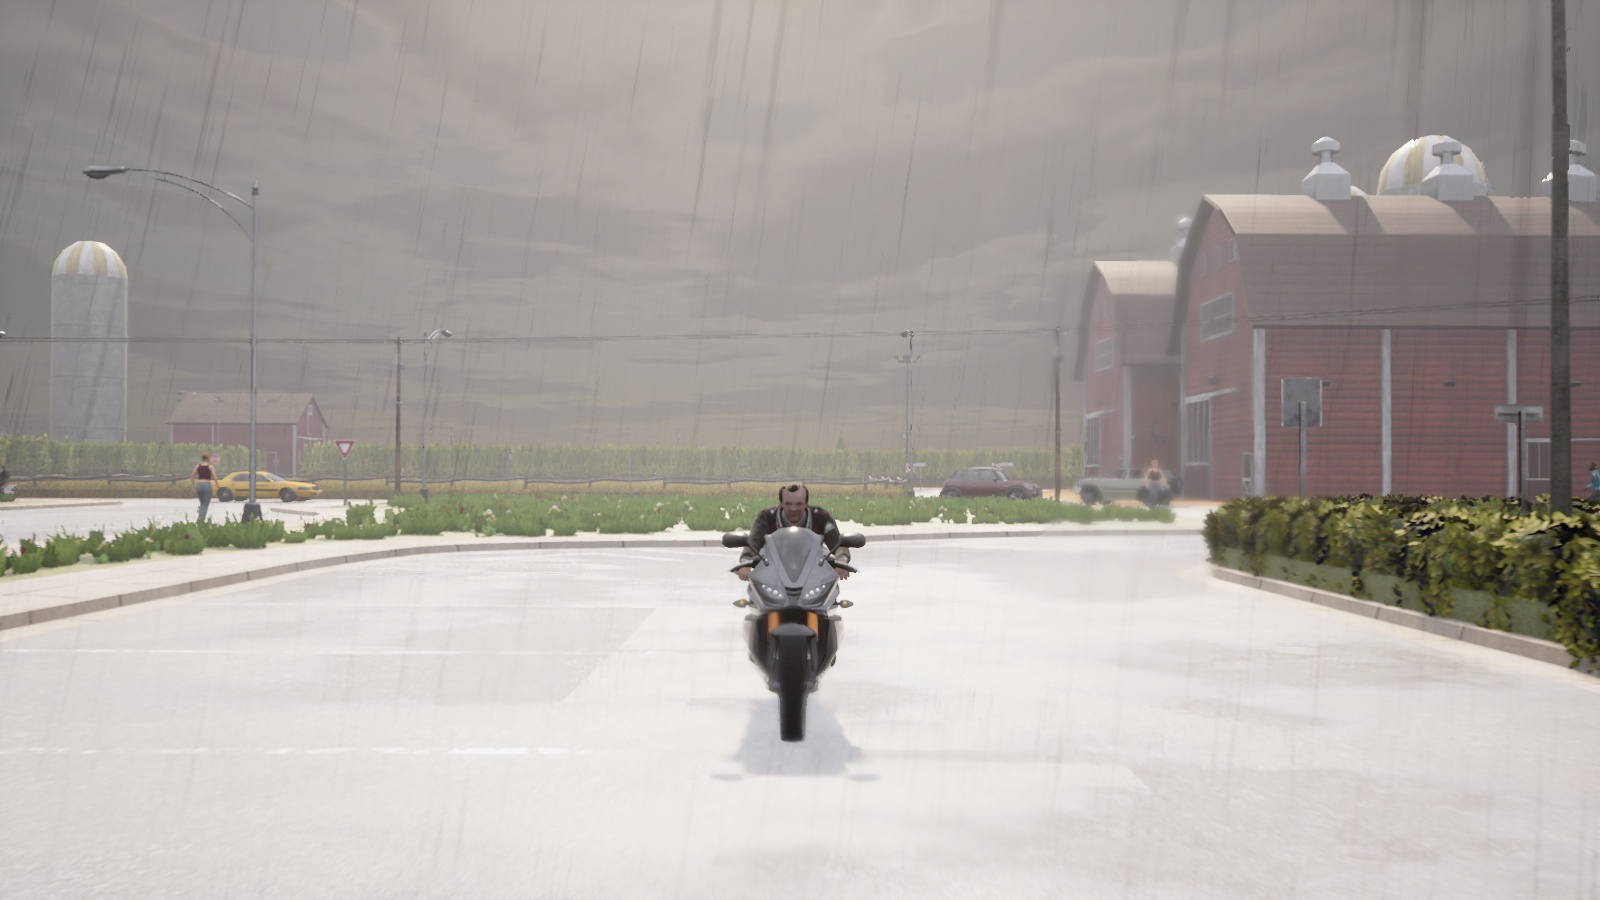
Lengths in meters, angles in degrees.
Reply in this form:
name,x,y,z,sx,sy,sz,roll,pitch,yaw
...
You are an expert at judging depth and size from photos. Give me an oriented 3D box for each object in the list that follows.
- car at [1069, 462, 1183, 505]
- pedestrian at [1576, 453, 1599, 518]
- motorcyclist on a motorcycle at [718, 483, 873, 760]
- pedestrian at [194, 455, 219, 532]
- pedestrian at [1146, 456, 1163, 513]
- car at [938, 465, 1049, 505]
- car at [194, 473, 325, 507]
name,x,y,z,sx,sy,sz,roll,pitch,yaw
car,14.827,1.518,57.256,4.605,1.855,1.932,-1,-1,37
pedestrian,23.614,1.056,37.470,0.692,1.930,0.396,-1,-1,39
motorcyclist on a motorcycle,-0.033,0.991,8.164,0.866,1.530,2.191,0,-1,0
pedestrian,-14.390,1.053,30.449,0.345,1.836,0.594,0,-1,-2
pedestrian,11.655,1.134,41.289,0.345,1.836,0.594,0,-1,-7
car,8.821,1.602,57.221,4.553,1.767,2.097,-1,-1,26
car,-25.494,1.880,59.339,5.366,1.575,1.801,0,-1,0
